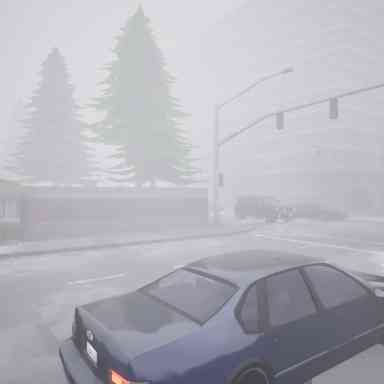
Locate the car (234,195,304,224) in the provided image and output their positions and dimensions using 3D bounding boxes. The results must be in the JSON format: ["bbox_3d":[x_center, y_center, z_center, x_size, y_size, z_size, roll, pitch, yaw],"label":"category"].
[{"bbox_3d":[5.634,1.277,26.139,2.150,2.045,5.566,0,0,-31],"label":"car"}]

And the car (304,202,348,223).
[{"bbox_3d":[9.834,1.552,26.500,1.837,1.490,4.892,0,-1,-35],"label":"car"}]

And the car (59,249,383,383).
[{"bbox_3d":[1.110,1.547,4.573,5.357,1.411,2.033,0,0,-35],"label":"car"}]

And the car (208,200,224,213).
[{"bbox_3d":[1.732,1.619,38.055,1.994,1.385,4.181,0,0,-35],"label":"car"}]
